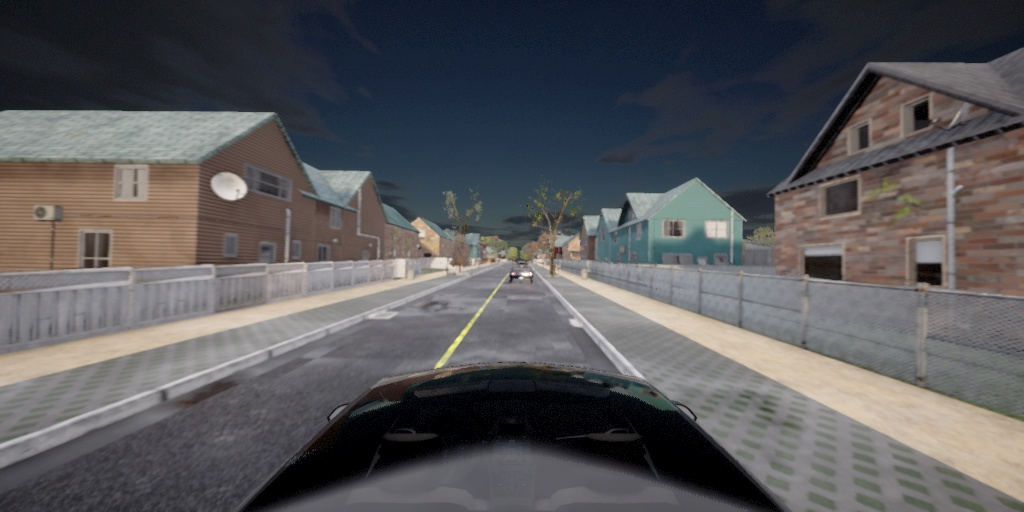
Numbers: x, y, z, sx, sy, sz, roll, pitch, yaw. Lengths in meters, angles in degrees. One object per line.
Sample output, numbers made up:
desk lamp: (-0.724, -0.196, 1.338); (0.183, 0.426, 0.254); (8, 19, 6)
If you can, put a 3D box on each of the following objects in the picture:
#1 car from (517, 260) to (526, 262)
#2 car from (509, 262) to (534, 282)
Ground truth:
car: (1.332, 1.337, 50.972); (1.837, 1.490, 4.892); (1, 0, 1)
car: (0.767, 1.375, 29.207); (1.895, 1.301, 4.718); (1, 0, 1)
